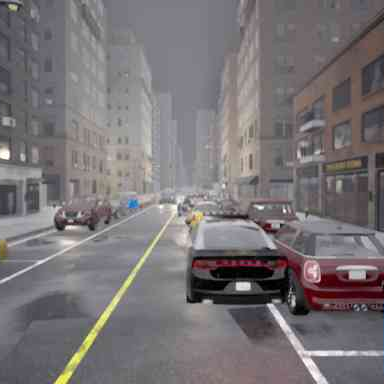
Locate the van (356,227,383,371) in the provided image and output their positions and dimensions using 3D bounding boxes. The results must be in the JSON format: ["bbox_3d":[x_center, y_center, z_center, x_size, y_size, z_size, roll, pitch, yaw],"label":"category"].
[{"bbox_3d":[2.665,1.315,1.627,1.690,1.788,3.998,0,1,0],"label":"van"}]

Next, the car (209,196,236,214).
[{"bbox_3d":[2.629,1.109,29.973,2.008,1.369,4.403,0,1,0],"label":"car"}]

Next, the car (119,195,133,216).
[{"bbox_3d":[-5.890,1.193,24.280,2.008,1.369,4.403,0,1,0],"label":"car"}]

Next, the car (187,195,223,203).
[{"bbox_3d":[0.763,1.188,18.125,1.801,1.575,5.366,0,1,0],"label":"car"}]

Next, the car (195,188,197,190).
[{"bbox_3d":[2.557,0.002,85.338,2.192,1.841,5.009,0,1,0],"label":"car"}]

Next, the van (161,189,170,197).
[{"bbox_3d":[-5.954,0.208,74.141,1.690,1.788,3.998,0,1,0],"label":"van"}]

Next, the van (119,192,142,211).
[{"bbox_3d":[-5.897,0.900,29.945,1.690,1.788,3.998,0,1,0],"label":"van"}]

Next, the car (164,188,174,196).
[{"bbox_3d":[-5.969,0.002,85.312,2.192,1.841,5.009,0,1,0],"label":"car"}]

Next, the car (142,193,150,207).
[{"bbox_3d":[-5.904,1.001,35.446,1.752,1.417,4.829,0,1,0],"label":"car"}]

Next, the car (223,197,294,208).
[{"bbox_3d":[2.650,1.123,12.964,2.192,1.841,5.009,0,1,0],"label":"car"}]

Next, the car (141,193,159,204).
[{"bbox_3d":[-5.919,0.847,46.952,2.008,1.369,4.403,0,1,0],"label":"car"}]

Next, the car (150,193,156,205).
[{"bbox_3d":[-5.911,0.913,41.115,1.752,1.417,4.829,0,1,0],"label":"car"}]

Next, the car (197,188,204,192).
[{"bbox_3d":[2.572,0.307,74.171,1.967,1.590,4.097,0,1,0],"label":"car"}]

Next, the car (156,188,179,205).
[{"bbox_3d":[-3.100,0.713,42.780,2.097,1.767,4.553,0,1,0],"label":"car"}]

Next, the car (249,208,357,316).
[{"bbox_3d":[2.658,1.331,7.298,1.967,1.590,4.097,0,1,0],"label":"car"}]

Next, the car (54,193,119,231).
[{"bbox_3d":[-5.882,1.040,18.610,2.192,1.841,5.009,0,1,0],"label":"car"}]

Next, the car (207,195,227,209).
[{"bbox_3d":[2.622,1.055,35.643,1.802,1.307,4.206,0,1,0],"label":"car"}]

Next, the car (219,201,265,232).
[{"bbox_3d":[2.643,1.291,18.637,1.947,1.339,4.313,0,1,0],"label":"car"}]

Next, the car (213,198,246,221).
[{"bbox_3d":[2.636,1.208,24.305,1.947,1.339,4.313,0,1,0],"label":"car"}]

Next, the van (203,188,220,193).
[{"bbox_3d":[2.614,0.726,41.309,1.690,1.788,3.998,0,1,0],"label":"van"}]

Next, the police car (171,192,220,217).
[{"bbox_3d":[0.242,1.072,23.950,1.930,1.638,5.238,0,1,-17],"label":"police car"}]

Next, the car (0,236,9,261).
[{"bbox_3d":[-5.867,1.419,7.108,1.752,1.417,4.829,0,1,0],"label":"car"}]

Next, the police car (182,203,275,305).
[{"bbox_3d":[0.786,1.306,8.031,1.930,1.638,5.238,0,1,-1],"label":"police car"}]

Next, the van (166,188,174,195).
[{"bbox_3d":[-5.976,-0.064,90.896,1.690,1.788,3.998,0,1,0],"label":"van"}]
